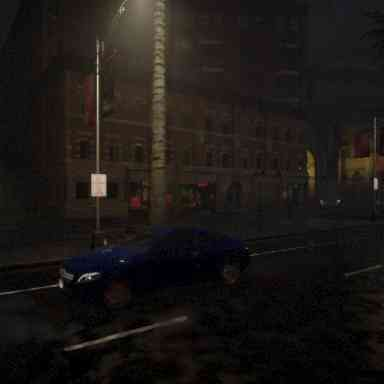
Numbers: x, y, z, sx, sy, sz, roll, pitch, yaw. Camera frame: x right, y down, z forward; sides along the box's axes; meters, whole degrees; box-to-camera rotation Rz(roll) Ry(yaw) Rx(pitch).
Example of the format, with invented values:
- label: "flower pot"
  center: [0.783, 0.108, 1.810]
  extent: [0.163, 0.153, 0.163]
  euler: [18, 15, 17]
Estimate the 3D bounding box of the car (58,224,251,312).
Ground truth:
- label: "car"
  center: [-0.648, 1.526, 7.827]
  extent: [4.674, 1.442, 1.812]
  euler: [0, 0, -35]
